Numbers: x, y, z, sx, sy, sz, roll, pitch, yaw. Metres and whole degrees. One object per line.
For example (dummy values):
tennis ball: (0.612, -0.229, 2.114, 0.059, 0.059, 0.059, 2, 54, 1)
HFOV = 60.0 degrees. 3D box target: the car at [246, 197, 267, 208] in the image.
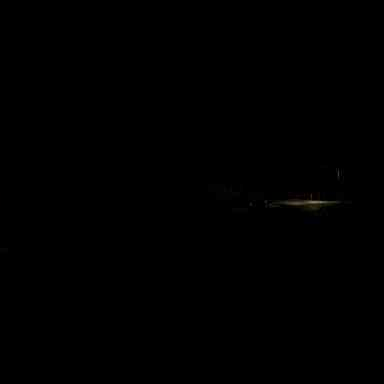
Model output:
car: (8.996, 1.448, 46.483, 1.837, 1.490, 4.892, 0, 0, 29)
